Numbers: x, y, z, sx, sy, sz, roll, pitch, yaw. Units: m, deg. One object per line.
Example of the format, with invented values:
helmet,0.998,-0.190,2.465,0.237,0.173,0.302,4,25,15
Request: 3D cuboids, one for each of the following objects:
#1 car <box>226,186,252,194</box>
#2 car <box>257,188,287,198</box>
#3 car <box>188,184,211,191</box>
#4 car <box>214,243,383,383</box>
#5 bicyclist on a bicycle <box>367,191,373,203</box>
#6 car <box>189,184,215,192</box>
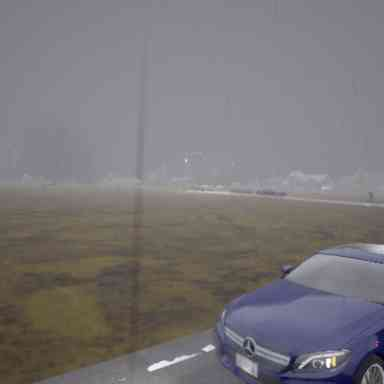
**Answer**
car,8.599,-0.380,60.656,2.033,1.411,5.357,1,2,-35
car,12.149,0.111,50.562,1.895,1.301,4.718,1,2,-35
car,1.612,-0.979,70.615,2.033,1.411,5.357,1,2,-35
car,2.459,1.543,4.808,4.674,1.442,1.812,0,0,-36
bicyclist on a bicycle,23.783,0.635,44.345,1.656,1.620,0.582,1,2,-35
car,2.239,-0.751,64.913,2.033,1.411,5.357,1,2,-35
